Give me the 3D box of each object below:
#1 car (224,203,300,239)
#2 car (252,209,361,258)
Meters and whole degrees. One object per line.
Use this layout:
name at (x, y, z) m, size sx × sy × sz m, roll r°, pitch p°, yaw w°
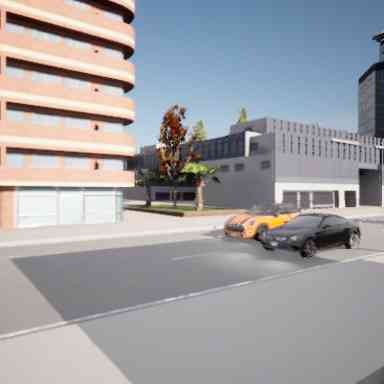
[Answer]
car at (3.726, 1.361, 16.468) m, size 4.553 × 1.767 × 2.097 m, roll 0°, pitch 0°, yaw -35°
car at (4.743, 1.534, 12.897) m, size 4.674 × 1.442 × 1.812 m, roll 0°, pitch 0°, yaw -35°
